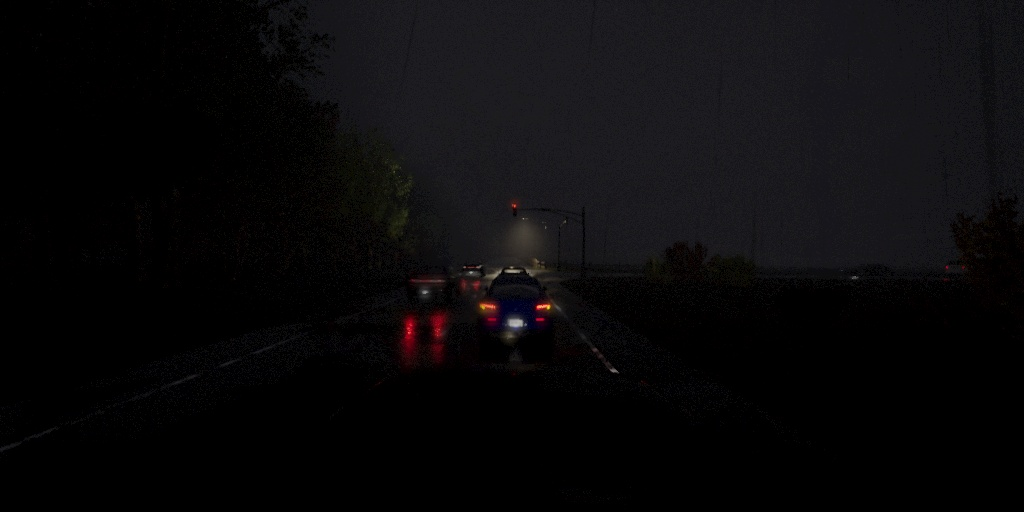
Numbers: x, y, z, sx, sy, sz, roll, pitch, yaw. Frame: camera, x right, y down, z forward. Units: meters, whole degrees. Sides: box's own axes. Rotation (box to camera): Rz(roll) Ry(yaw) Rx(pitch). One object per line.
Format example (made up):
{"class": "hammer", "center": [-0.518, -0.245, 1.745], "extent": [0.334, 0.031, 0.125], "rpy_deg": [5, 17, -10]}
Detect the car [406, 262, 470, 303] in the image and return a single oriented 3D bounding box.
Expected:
{"class": "car", "center": [-3.401, 1.205, 16.470], "extent": [2.128, 1.511, 4.902], "rpy_deg": [0, 0, 0]}

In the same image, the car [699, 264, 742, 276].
{"class": "car", "center": [23.954, 1.469, 40.895], "extent": [4.892, 1.490, 1.837], "rpy_deg": [1, -1, 0]}

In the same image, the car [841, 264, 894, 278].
{"class": "car", "center": [40.403, 1.650, 40.808], "extent": [4.892, 1.490, 1.837], "rpy_deg": [1, -1, 0]}

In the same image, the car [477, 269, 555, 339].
{"class": "car", "center": [0.100, 1.256, 9.905], "extent": [1.812, 1.442, 4.674], "rpy_deg": [0, 0, 0]}

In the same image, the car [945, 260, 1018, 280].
{"class": "car", "center": [48.549, 1.405, 37.192], "extent": [5.566, 2.045, 2.150], "rpy_deg": [1, -1, 0]}

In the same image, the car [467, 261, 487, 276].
{"class": "car", "center": [-3.400, 1.168, 32.276], "extent": [2.128, 1.511, 4.902], "rpy_deg": [0, 0, 0]}

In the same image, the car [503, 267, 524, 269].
{"class": "car", "center": [0.099, 1.273, 18.661], "extent": [1.994, 1.385, 4.181], "rpy_deg": [0, 0, 0]}
